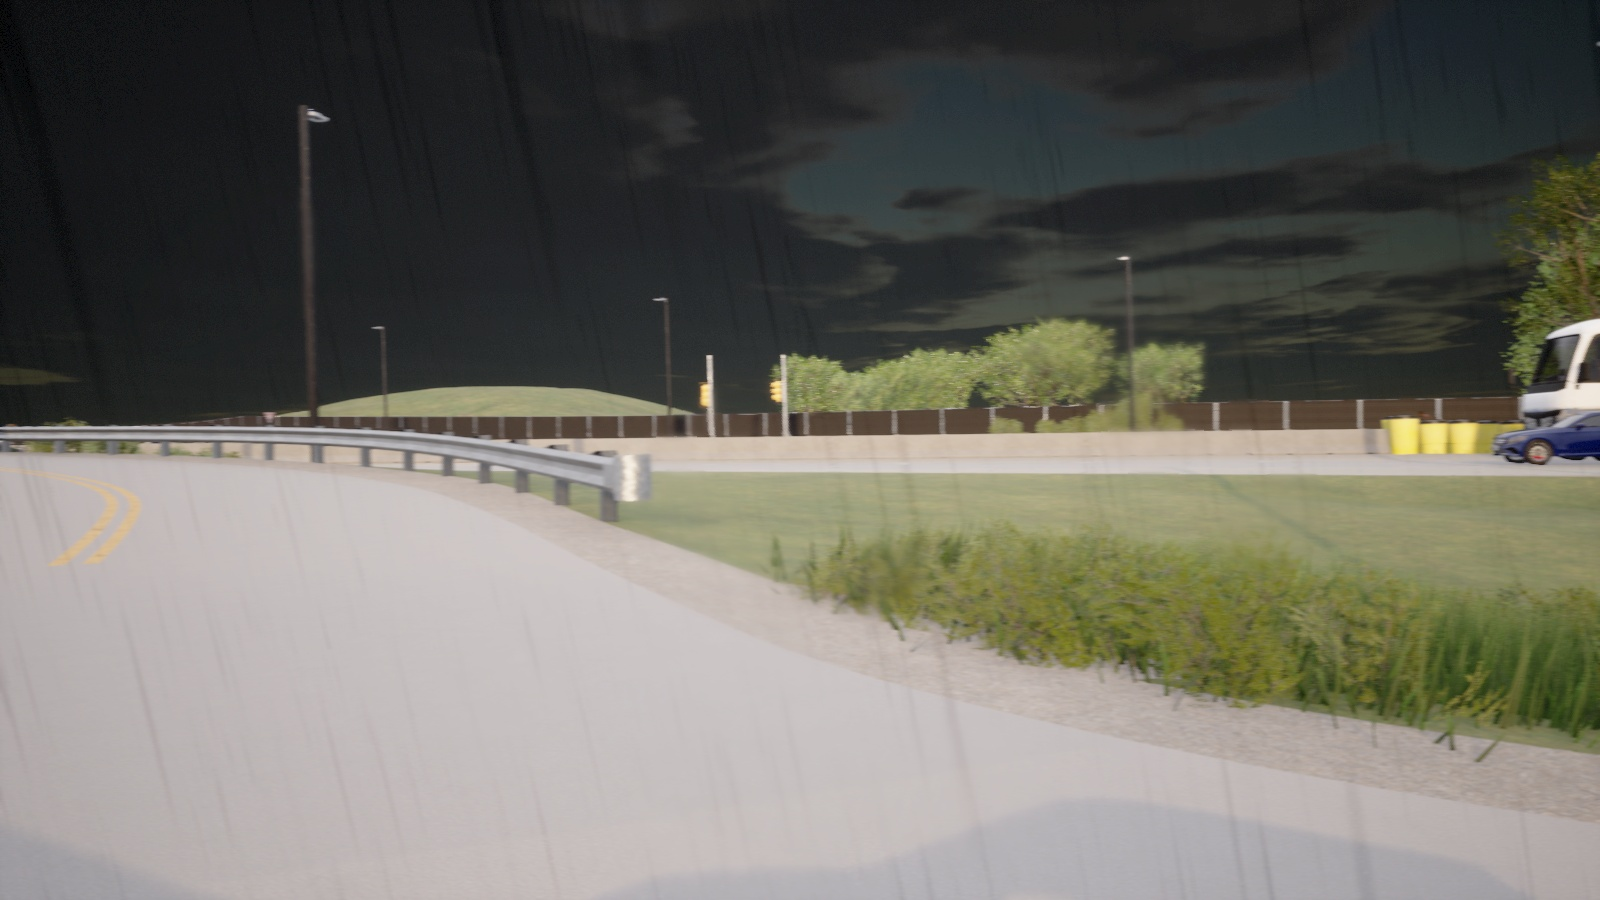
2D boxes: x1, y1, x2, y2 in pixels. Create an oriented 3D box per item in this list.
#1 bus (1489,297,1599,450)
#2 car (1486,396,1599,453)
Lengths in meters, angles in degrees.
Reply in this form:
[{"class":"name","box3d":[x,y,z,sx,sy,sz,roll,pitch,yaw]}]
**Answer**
[{"class":"bus","box3d":[26.245,-2.275,36.362,10.273,4.253,3.944,-1,1,12]},{"class":"car","box3d":[21.360,-0.712,33.846,4.674,1.442,1.812,-1,1,12]}]
